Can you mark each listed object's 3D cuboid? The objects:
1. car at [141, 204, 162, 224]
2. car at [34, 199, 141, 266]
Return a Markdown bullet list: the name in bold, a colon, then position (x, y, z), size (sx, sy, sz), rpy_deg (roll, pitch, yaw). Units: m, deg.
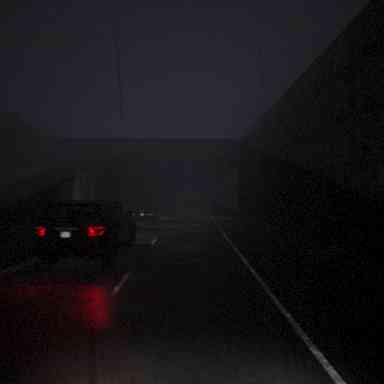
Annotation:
- **car**: position (-3.485, 1.629, 25.811), size (2.033, 1.411, 5.357), rpy_deg (0, 0, 0)
- **car**: position (-3.469, 1.261, 11.858), size (2.150, 2.045, 5.566), rpy_deg (0, 0, 0)
